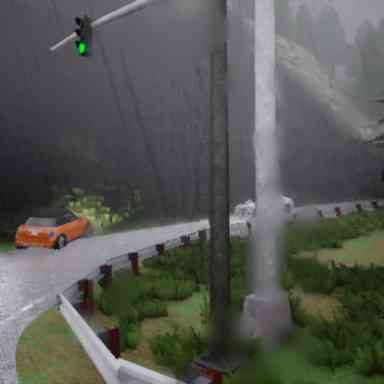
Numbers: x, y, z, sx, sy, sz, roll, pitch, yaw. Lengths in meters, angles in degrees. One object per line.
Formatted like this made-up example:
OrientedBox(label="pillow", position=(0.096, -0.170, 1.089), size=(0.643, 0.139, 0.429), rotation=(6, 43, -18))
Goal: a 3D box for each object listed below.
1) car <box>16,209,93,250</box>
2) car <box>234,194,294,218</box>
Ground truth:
OrientedBox(label="car", position=(-6.938, 1.703, 17.253), size=(2.097, 1.767, 4.553), rotation=(4, 6, 6))
OrientedBox(label="car", position=(5.155, 0.920, 23.534), size=(4.674, 1.442, 1.812), rotation=(-5, 2, -30))
